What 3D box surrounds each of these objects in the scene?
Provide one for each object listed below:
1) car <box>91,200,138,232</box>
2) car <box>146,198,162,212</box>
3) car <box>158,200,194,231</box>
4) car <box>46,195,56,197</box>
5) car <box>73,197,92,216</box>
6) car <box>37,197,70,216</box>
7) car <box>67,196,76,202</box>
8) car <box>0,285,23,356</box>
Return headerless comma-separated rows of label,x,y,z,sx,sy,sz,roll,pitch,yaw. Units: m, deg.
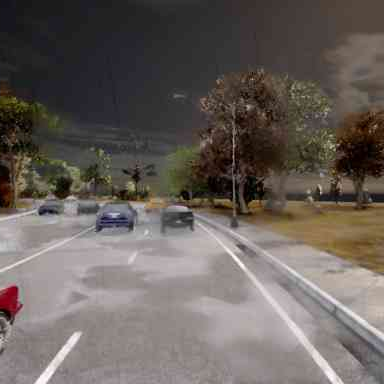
car,-4.499,1.359,20.405,2.097,1.767,4.553,0,0,-6
car,-4.231,1.491,38.725,1.882,1.535,5.008,0,0,-14
car,-0.990,1.484,20.625,1.882,1.535,5.008,0,0,-6
car,-29.814,1.342,70.688,2.097,1.767,4.553,0,0,-32
car,-10.320,1.487,33.256,1.882,1.535,5.008,0,0,-13
car,-13.773,1.555,32.904,2.033,1.411,5.357,0,0,-13
car,-25.772,1.523,70.923,1.812,1.442,4.674,0,0,-32
car,-3.460,1.605,2.905,1.895,1.301,4.718,0,0,-1
